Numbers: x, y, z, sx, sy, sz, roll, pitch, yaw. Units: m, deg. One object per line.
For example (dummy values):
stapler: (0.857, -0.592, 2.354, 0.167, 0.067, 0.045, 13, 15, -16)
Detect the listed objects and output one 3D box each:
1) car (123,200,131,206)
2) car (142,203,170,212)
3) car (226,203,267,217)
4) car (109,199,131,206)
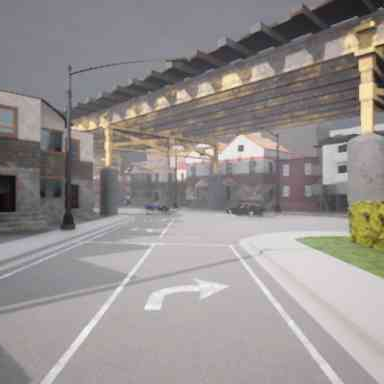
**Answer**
car: (-16.806, 2.316, 77.582, 4.536, 1.218, 1.853, 0, -1, -15)
car: (-5.347, 2.241, 48.622, 1.895, 1.301, 4.718, 1, -1, -40)
car: (5.985, 1.994, 37.215, 1.837, 1.490, 4.892, 1, -1, -45)
car: (-16.856, 2.474, 77.567, 4.974, 1.542, 2.038, 0, -1, -15)
